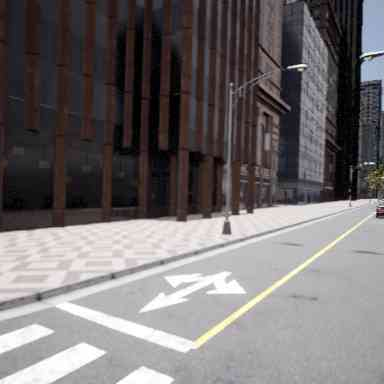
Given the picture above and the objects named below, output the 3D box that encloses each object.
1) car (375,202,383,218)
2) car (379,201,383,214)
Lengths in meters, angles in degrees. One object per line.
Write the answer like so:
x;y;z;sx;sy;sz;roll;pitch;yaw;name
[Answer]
20.199;1.894;34.492;2.128;1.511;4.902;2;0;32;car
25.452;1.980;43.090;1.882;1.535;5.008;2;0;32;car
